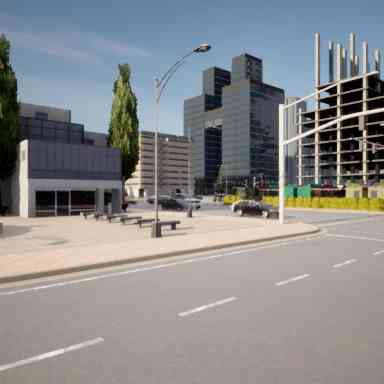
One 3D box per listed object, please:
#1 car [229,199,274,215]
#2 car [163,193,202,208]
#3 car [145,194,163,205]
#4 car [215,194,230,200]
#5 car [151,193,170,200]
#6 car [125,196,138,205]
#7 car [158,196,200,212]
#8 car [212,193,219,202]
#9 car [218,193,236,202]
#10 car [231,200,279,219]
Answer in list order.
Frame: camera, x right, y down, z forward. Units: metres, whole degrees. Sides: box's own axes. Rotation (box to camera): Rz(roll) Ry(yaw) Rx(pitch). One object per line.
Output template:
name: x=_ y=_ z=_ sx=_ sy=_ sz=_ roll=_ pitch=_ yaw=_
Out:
car: x=6.115 y=1.526 z=34.639 sx=1.812 sy=1.442 sz=4.674 roll=0 pitch=0 yaw=-38
car: x=-1.022 y=1.222 z=43.659 sx=2.150 sy=2.045 sz=5.566 roll=0 pitch=0 yaw=-38
car: x=-6.024 y=1.505 z=55.975 sx=1.837 sy=1.490 sz=4.892 roll=0 pitch=0 yaw=-38
car: x=8.692 y=1.395 z=94.193 sx=3.806 sy=1.475 sz=1.970 roll=0 pitch=0 yaw=-40
car: x=-8.280 y=1.153 z=87.371 sx=4.605 sy=1.855 sz=1.932 roll=0 pitch=0 yaw=-40
car: x=-10.962 y=1.477 z=56.363 sx=1.882 sy=1.535 sz=5.008 roll=0 pitch=0 yaw=-38
car: x=-1.670 y=1.505 z=38.828 sx=1.837 sy=1.490 sz=4.892 roll=0 pitch=0 yaw=-38
car: x=6.099 y=1.156 z=70.041 sx=3.866 sy=1.878 sz=1.905 roll=0 pitch=0 yaw=-40
car: x=7.941 y=1.395 z=67.807 sx=3.806 sy=1.475 sz=1.970 roll=0 pitch=0 yaw=-40
car: x=5.810 y=1.491 z=29.340 sx=2.128 sy=1.511 sz=4.902 roll=0 pitch=0 yaw=-38
